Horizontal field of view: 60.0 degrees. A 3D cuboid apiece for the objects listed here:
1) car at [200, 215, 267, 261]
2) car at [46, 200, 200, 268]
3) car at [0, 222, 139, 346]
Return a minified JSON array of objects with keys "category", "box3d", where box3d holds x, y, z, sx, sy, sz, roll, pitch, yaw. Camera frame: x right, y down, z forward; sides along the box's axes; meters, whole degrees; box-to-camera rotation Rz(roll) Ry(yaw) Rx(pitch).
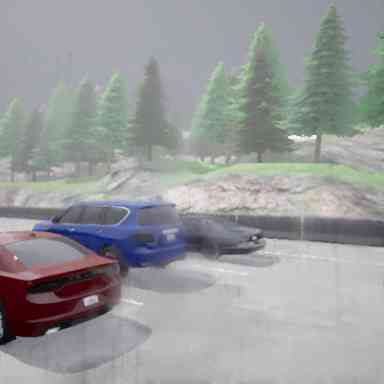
[{"category":"car","box3d":[0.055,1.596,12.536,5.357,1.411,2.033,0,0,35]},{"category":"car","box3d":[-2.729,1.276,10.222,5.566,2.045,2.150,0,0,35]},{"category":"car","box3d":[-3.555,1.519,6.514,5.008,1.535,1.882,0,0,35]}]
